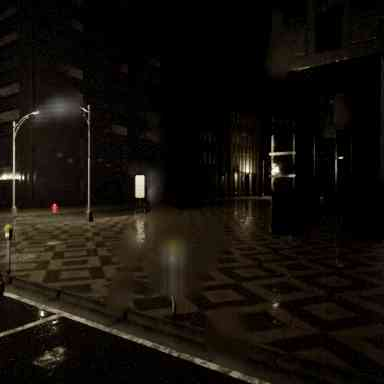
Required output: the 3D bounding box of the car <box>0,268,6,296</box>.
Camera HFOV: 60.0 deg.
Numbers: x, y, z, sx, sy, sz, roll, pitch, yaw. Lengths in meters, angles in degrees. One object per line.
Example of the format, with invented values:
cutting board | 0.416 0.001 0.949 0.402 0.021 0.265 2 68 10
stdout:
car | -5.798 1.526 7.023 4.829 1.417 1.752 0 0 35
